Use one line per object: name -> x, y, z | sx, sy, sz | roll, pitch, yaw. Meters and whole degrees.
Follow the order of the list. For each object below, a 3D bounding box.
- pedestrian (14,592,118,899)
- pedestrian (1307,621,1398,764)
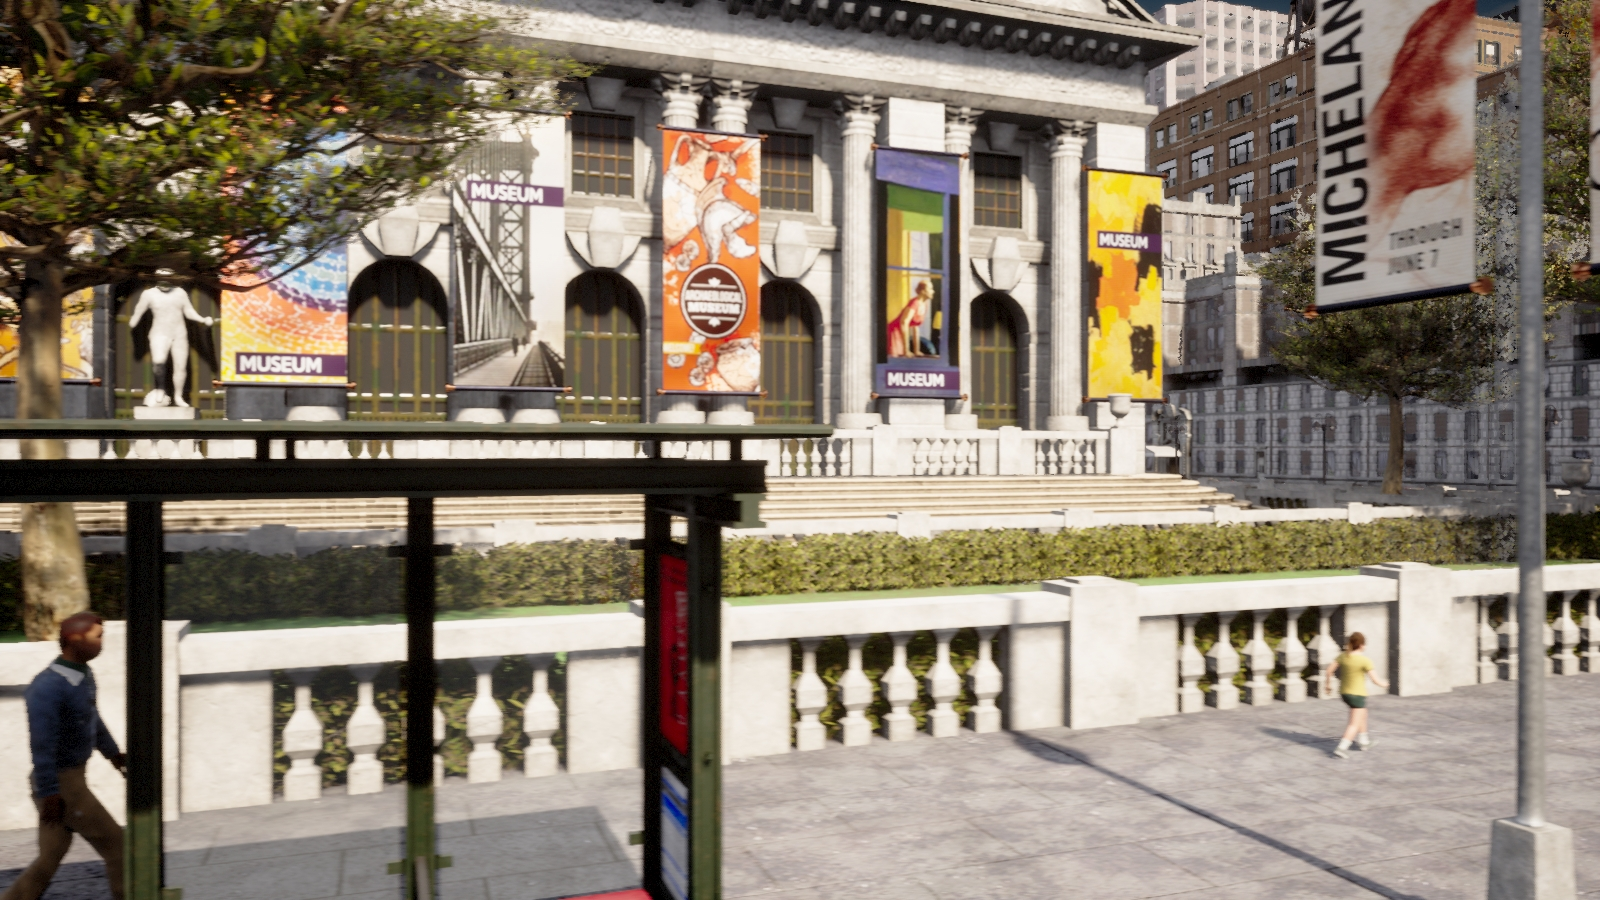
pedestrian -> -3.795, 1.696, 5.924 | 0.375, 1.860, 0.375 | 0, 0, -20
pedestrian -> 4.772, 2.077, 9.880 | 0.500, 1.100, 0.500 | 0, 0, -22
